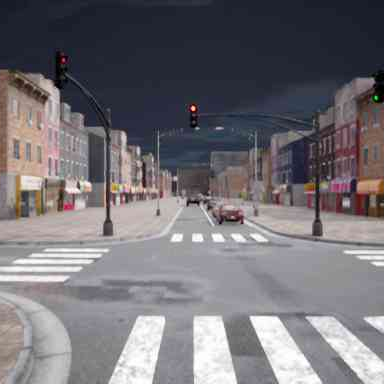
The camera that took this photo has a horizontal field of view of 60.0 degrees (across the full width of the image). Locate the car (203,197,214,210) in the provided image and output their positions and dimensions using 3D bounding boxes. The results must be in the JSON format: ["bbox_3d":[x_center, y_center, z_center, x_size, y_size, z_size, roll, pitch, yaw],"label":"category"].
[{"bbox_3d":[2.743,1.598,41.308,1.947,1.339,4.313,0,0,0],"label":"car"}]

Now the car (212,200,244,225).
[{"bbox_3d":[2.701,1.551,24.270,1.887,1.381,4.507,0,0,0],"label":"car"}]

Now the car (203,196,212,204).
[{"bbox_3d":[3.200,1.646,69.439,1.812,1.442,4.674,0,0,0],"label":"car"}]

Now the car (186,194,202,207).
[{"bbox_3d":[0.188,1.288,54.228,2.150,2.045,5.566,0,0,1],"label":"car"}]

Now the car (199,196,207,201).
[{"bbox_3d":[2.857,1.765,86.745,1.802,1.307,4.206,0,0,0],"label":"car"}]

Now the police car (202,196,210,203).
[{"bbox_3d":[3.168,1.520,62.549,1.930,1.638,5.238,0,0,0],"label":"police car"}]

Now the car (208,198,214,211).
[{"bbox_3d":[2.716,1.538,30.119,1.752,1.417,4.829,0,0,0],"label":"car"}]

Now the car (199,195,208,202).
[{"bbox_3d":[2.843,1.602,81.066,1.967,1.590,4.097,0,0,0],"label":"car"}]
